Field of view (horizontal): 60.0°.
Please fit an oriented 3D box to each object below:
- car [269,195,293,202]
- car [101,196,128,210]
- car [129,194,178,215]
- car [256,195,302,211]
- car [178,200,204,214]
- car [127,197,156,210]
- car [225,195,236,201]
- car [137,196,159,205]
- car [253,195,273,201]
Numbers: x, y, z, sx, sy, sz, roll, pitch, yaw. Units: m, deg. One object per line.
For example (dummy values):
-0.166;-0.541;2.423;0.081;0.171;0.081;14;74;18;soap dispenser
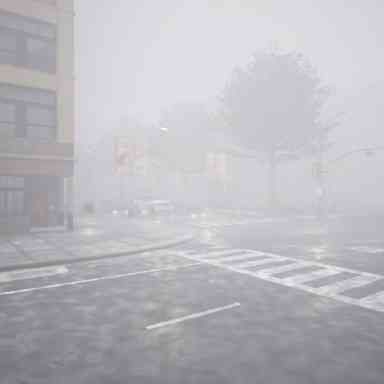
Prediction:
18.479;1.320;69.160;2.002;1.452;4.674;0;0;-36;car
-9.984;1.352;42.755;2.097;1.767;4.553;0;0;-35;car
-4.152;1.221;34.563;2.150;2.045;5.566;0;0;-36;car
10.372;1.477;40.328;1.882;1.535;5.008;0;0;-36;car
-0.921;1.547;36.058;2.033;1.411;5.357;0;0;-36;car
-6.743;1.505;44.234;1.837;1.490;4.892;0;0;-35;car
8.017;1.413;76.664;2.161;1.482;4.786;0;0;-36;car
-8.017;1.505;59.865;1.837;1.490;4.892;0;0;-36;car
17.682;1.463;83.094;1.895;1.301;4.718;0;0;-36;car
